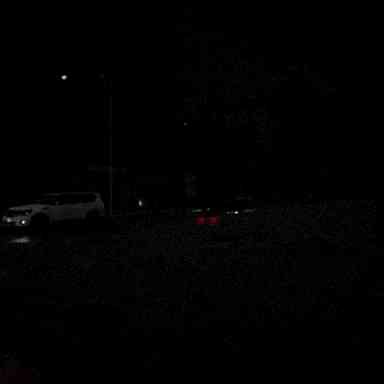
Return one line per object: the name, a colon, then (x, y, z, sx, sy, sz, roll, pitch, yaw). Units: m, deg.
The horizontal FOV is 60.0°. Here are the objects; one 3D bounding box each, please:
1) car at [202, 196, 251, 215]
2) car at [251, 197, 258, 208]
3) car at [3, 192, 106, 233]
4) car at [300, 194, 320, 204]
car: (2.698, 1.107, 28.085, 2.128, 1.511, 4.902, -1, 0, 35)
car: (5.627, 1.157, 37.274, 2.033, 1.411, 5.357, -1, 0, 36)
car: (-7.515, 1.030, 18.810, 2.150, 2.045, 5.566, -1, 0, 36)
car: (17.192, 1.051, 48.495, 1.812, 1.442, 4.674, -1, -1, 36)
